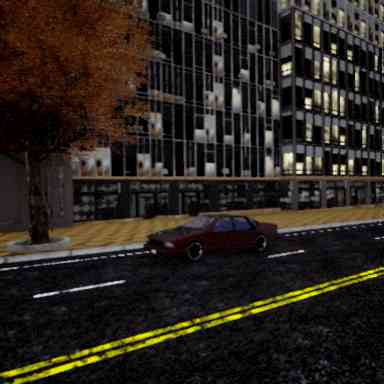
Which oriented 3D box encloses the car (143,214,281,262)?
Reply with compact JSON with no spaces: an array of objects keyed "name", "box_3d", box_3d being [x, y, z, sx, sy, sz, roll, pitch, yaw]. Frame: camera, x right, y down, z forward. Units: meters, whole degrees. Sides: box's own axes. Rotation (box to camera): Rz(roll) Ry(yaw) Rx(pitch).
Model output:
[{"name":"car","box_3d":[0.951,1.530,12.289,5.357,1.411,2.033,0,0,-35]}]
